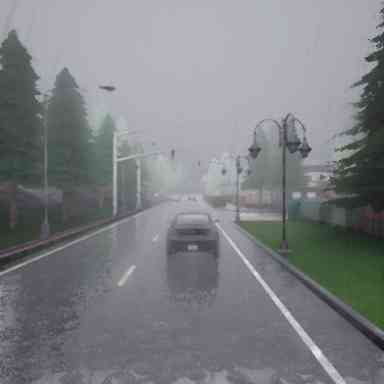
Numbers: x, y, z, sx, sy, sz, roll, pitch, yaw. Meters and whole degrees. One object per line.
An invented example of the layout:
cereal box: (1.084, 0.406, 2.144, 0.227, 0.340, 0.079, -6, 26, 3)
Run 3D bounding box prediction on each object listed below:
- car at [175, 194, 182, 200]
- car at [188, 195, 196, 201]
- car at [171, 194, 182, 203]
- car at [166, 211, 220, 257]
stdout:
car: (-3.490, 1.234, 85.945, 1.812, 1.442, 4.674, 0, 0, 0)
car: (0.009, 1.393, 76.043, 1.994, 1.385, 4.181, 0, 0, 0)
car: (-3.491, 1.511, 70.324, 1.812, 1.442, 4.674, 0, 0, 0)
car: (0.044, 1.504, 12.974, 1.837, 1.490, 4.892, 0, 0, 1)
